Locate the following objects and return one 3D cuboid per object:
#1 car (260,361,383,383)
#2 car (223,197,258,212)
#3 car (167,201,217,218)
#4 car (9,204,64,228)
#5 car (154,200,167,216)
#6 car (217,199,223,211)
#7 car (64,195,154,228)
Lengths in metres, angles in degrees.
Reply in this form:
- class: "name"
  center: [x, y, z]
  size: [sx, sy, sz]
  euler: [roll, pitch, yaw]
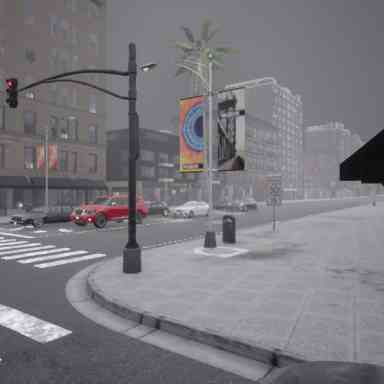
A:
- class: "car"
  center: [2.169, 1.551, 1.301]
  size: [4.403, 1.369, 2.008]
  euler: [0, 0, 35]
- class: "car"
  center: [6.015, 1.411, 39.144]
  size: [2.097, 1.767, 4.553]
  euler: [0, 0, 35]
- class: "car"
  center: [0.128, 1.564, 30.811]
  size: [1.812, 1.442, 4.674]
  euler: [0, 0, 35]
- class: "car"
  center: [-9.466, 1.561, 22.847]
  size: [2.033, 1.411, 5.357]
  euler: [0, 0, 35]
- class: "car"
  center: [-3.986, 1.534, 30.623]
  size: [1.837, 1.490, 4.892]
  euler: [0, 0, 35]
- class: "car"
  center: [4.166, 1.605, 42.163]
  size: [2.033, 1.411, 5.357]
  euler: [0, 0, 35]
- class: "car"
  center: [-5.497, 1.243, 22.827]
  size: [2.150, 2.045, 5.566]
  euler: [0, 0, 35]
